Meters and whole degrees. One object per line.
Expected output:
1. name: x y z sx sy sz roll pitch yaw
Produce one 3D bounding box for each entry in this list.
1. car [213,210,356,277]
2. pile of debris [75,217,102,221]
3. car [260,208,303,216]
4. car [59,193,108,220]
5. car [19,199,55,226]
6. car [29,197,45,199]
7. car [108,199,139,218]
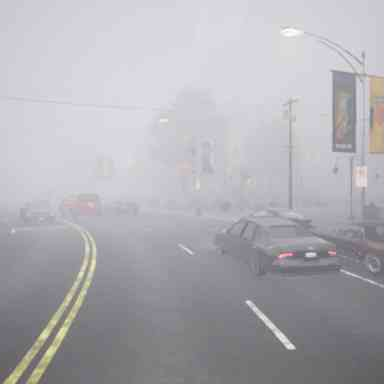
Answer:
1. car: 2.213 1.511 10.233 2.033 1.411 5.357 0 0 -13
2. pile of debris: -8.014 2.084 25.717 1.500 0.140 1.860 0 0 -33
3. car: 3.864 1.463 15.798 2.002 1.452 4.674 0 0 -19
4. car: -9.216 1.125 27.373 2.150 2.045 5.566 0 0 -35
5. car: -10.887 1.444 23.212 1.812 1.442 4.674 0 0 -33
6. car: -18.391 1.339 39.295 1.882 1.535 5.008 0 0 -38
7. car: -6.370 1.388 29.248 2.128 1.511 4.902 0 0 -35
